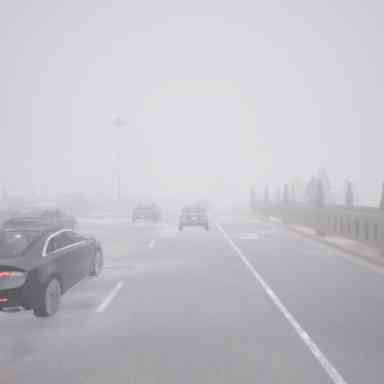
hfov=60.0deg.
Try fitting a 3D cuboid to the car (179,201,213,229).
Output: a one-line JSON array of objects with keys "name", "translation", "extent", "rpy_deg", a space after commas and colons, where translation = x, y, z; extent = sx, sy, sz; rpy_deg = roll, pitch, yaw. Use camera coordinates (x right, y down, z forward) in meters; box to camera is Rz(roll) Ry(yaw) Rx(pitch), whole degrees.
[{"name": "car", "translation": [0.104, 1.548, 21.372], "extent": [2.033, 1.411, 5.357], "rpy_deg": [0, 0, 0]}]

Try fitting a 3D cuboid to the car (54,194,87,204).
[{"name": "car", "translation": [-16.127, 1.226, 44.609], "extent": [2.150, 2.045, 5.566], "rpy_deg": [0, 0, 9]}]

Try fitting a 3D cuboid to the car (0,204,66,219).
[{"name": "car", "translation": [-6.898, 1.506, 15.615], "extent": [1.837, 1.490, 4.892], "rpy_deg": [0, 0, 0]}]

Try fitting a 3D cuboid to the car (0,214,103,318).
[{"name": "car", "translation": [-3.401, 1.492, 7.397], "extent": [2.128, 1.511, 4.902], "rpy_deg": [0, 0, 0]}]

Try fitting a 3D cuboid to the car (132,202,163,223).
[{"name": "car", "translation": [-3.376, 1.492, 25.544], "extent": [2.128, 1.511, 4.902], "rpy_deg": [0, 0, 0]}]

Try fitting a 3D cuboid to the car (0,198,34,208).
[{"name": "car", "translation": [-20.384, 1.495, 38.774], "extent": [2.128, 1.511, 4.902], "rpy_deg": [0, 0, 6]}]

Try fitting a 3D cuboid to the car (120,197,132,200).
[{"name": "car", "translation": [-10.759, 1.548, 53.362], "extent": [2.033, 1.411, 5.357], "rpy_deg": [0, 0, 15]}]

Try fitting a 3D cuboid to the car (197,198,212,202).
[{"name": "car", "translation": [1.462, 1.527, 42.526], "extent": [1.812, 1.442, 4.674], "rpy_deg": [0, 0, 9]}]
